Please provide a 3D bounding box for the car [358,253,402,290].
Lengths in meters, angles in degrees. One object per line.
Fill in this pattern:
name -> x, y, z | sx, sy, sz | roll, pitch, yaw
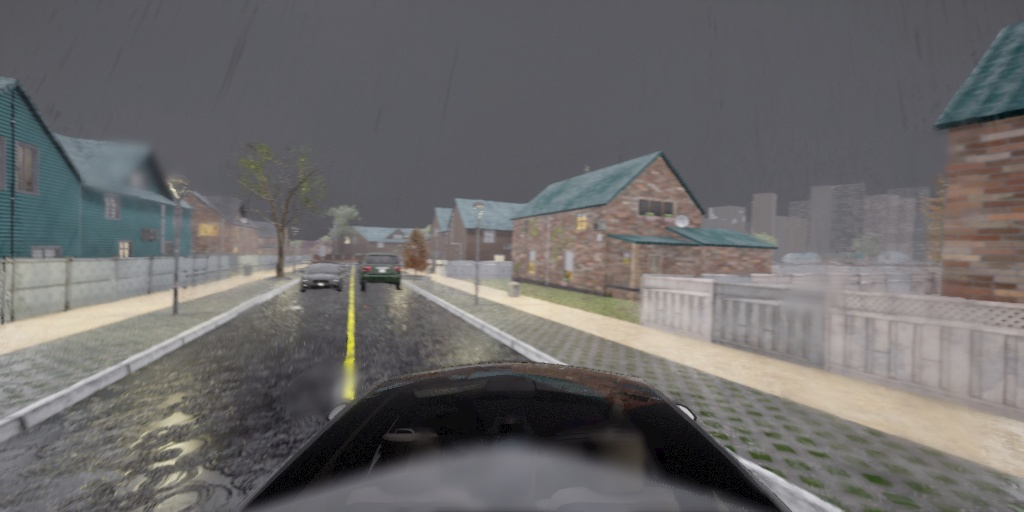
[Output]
car -> -7.897, 0.839, 21.376 | 2.150, 2.045, 5.566 | 1, 0, -23

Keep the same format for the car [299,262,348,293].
car -> -9.978, 1.070, 19.114 | 1.837, 1.490, 4.892 | 1, 0, -24
